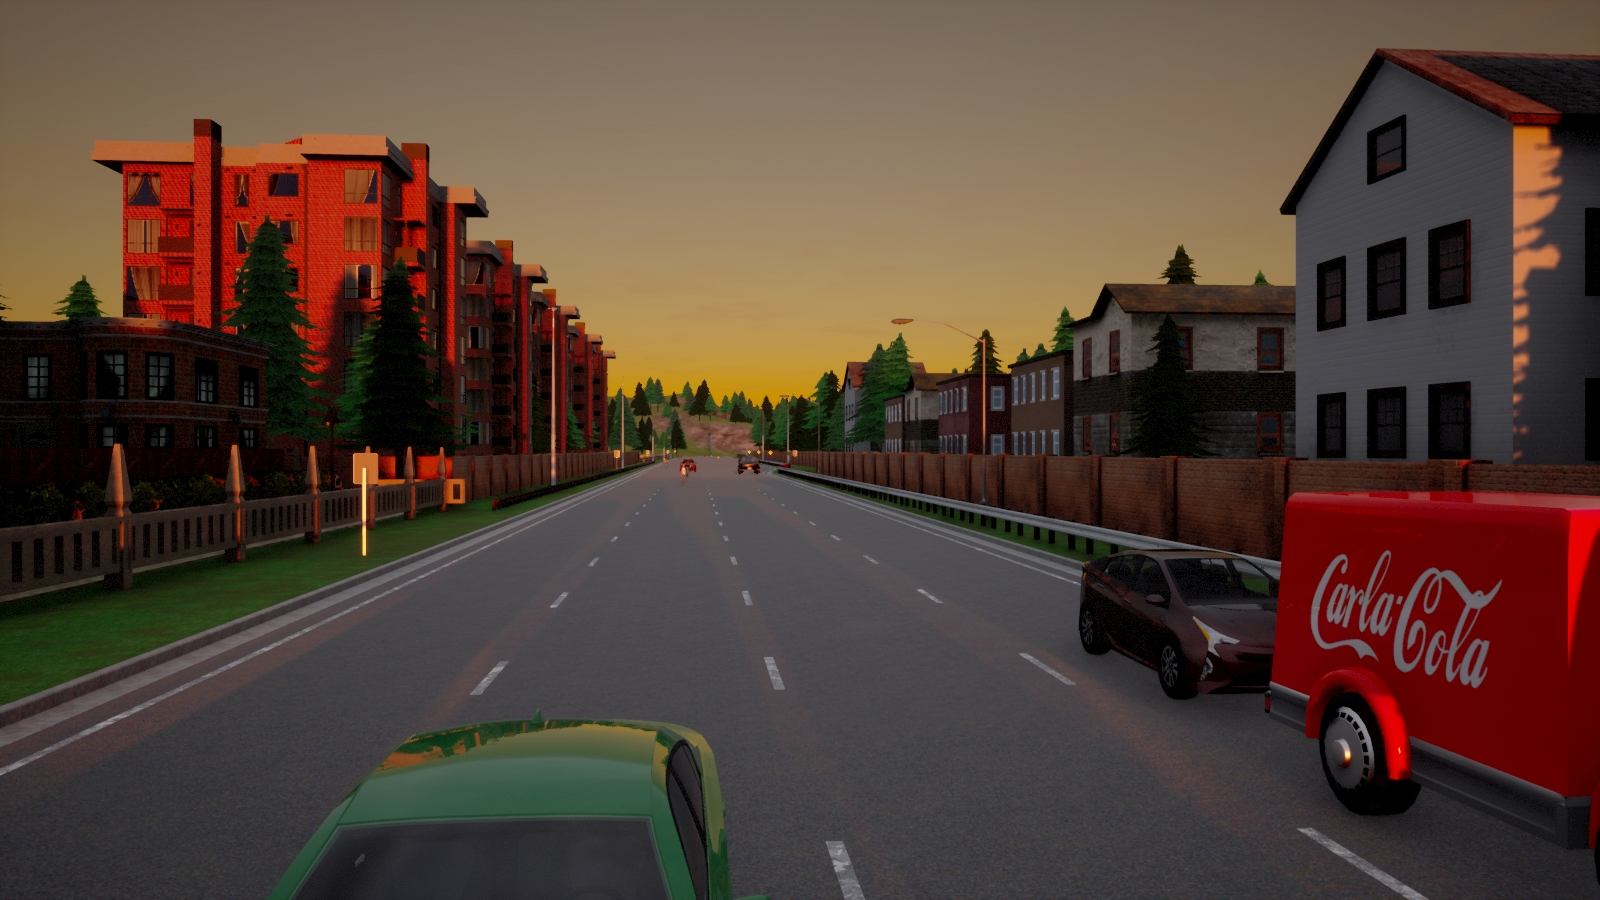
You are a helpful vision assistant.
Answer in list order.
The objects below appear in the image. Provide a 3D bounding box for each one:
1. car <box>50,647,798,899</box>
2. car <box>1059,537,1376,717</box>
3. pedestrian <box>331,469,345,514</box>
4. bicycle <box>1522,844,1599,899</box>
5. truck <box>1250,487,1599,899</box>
[{"bbox_3d":[-1.202,2.034,4.748,2.097,1.535,5.006,0,0,-5],"label":"car"},{"bbox_3d":[4.945,2.040,14.354,2.007,1.525,4.514,0,0,-5],"label":"car"},{"bbox_3d":[-19.151,1.701,47.384,0.375,1.860,0.375,0,0,20],"label":"pedestrian"},{"bbox_3d":[2.623,2.056,2.959,0.373,1.496,1.643,0,0,-4],"label":"bicycle"},{"bbox_3d":[5.566,1.568,7.740,2.627,2.467,5.204,0,0,-5],"label":"truck"}]
